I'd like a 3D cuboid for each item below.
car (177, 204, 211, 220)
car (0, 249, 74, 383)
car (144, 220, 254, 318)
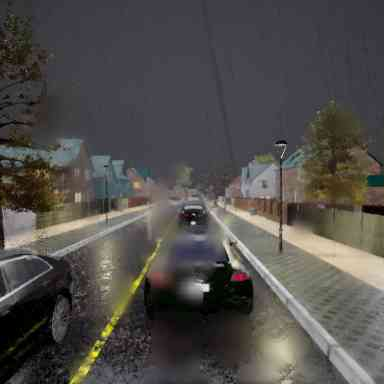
[{"bbox_3d":[0.108,1.518,21.214,1.837,1.490,4.892,0,0,1],"label":"car"},{"bbox_3d":[-2.841,1.488,3.546,2.128,1.511,4.902,0,0,0],"label":"car"},{"bbox_3d":[0.117,1.562,7.537,1.994,1.385,4.181,0,0,0],"label":"car"}]
